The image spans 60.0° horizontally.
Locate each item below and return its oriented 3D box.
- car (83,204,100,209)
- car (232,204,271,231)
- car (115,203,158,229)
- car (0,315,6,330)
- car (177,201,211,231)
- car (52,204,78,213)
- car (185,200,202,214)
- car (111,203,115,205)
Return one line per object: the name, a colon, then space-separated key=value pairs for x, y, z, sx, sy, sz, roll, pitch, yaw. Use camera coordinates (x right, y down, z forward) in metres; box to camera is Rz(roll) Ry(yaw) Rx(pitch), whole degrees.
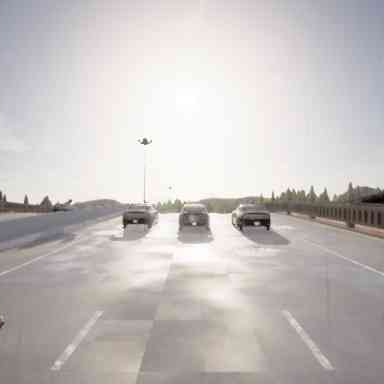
car: x=-13.976 y=2.368 z=46.924 sx=1.994 sy=1.385 sz=4.181 roll=0 pitch=-5 yaw=1
car: x=3.631 y=1.530 z=20.929 sx=2.128 sy=1.511 sz=4.902 roll=0 pitch=0 yaw=0
car: x=-3.367 y=1.532 z=22.220 sx=2.128 sy=1.511 sz=4.902 roll=0 pitch=0 yaw=0
car: x=-3.397 y=1.605 z=2.257 sx=1.895 sy=1.301 sz=4.718 roll=0 pitch=0 yaw=0
car: x=0.131 y=1.543 z=21.107 sx=1.837 sy=1.490 sz=4.892 roll=0 pitch=0 yaw=0
car: x=-17.486 y=2.321 z=45.841 sx=1.895 sy=1.301 sz=4.718 roll=0 pitch=-4 yaw=1
car: x=0.157 y=1.768 z=38.529 sx=1.882 sy=1.535 sz=5.008 roll=0 pitch=-2 yaw=0
car: x=-10.478 y=2.260 z=46.640 sx=1.882 sy=1.535 sz=5.008 roll=0 pitch=-5 yaw=1
